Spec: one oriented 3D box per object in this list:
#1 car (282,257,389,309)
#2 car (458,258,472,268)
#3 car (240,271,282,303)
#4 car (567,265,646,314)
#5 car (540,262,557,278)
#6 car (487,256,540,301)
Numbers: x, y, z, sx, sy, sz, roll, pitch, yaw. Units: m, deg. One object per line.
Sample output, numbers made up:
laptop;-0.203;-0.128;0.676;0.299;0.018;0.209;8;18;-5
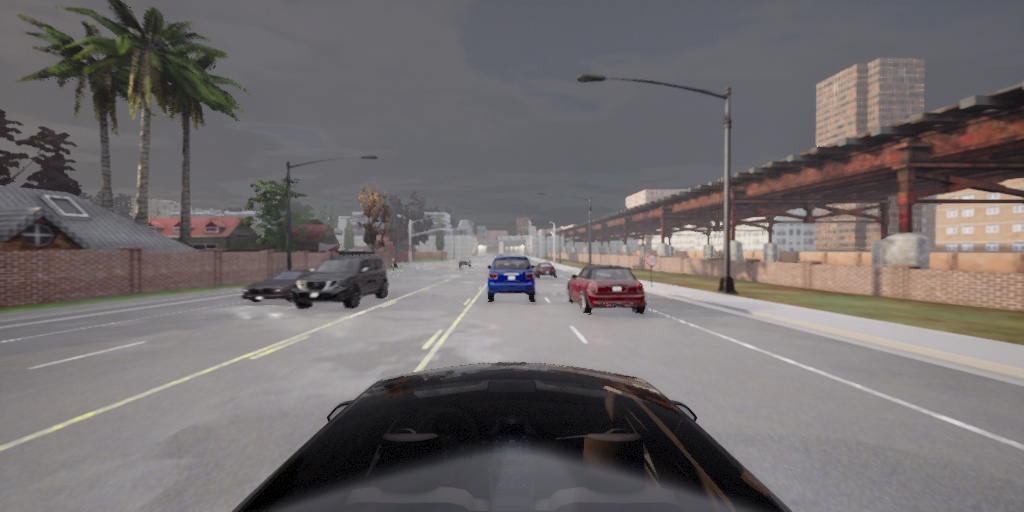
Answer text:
car;-7.223;1.052;15.814;2.150;2.045;5.566;0;0;-1
car;-7.552;1.032;57.985;1.812;1.442;4.674;0;1;-1
car;-10.743;1.405;17.877;2.033;1.411;5.357;0;0;-1
car;3.487;1.126;14.077;2.097;1.767;4.553;0;0;0
car;3.277;1.359;35.710;1.812;1.442;4.674;0;0;-1
car;-0.042;1.026;17.871;2.150;2.045;5.566;0;0;-1
